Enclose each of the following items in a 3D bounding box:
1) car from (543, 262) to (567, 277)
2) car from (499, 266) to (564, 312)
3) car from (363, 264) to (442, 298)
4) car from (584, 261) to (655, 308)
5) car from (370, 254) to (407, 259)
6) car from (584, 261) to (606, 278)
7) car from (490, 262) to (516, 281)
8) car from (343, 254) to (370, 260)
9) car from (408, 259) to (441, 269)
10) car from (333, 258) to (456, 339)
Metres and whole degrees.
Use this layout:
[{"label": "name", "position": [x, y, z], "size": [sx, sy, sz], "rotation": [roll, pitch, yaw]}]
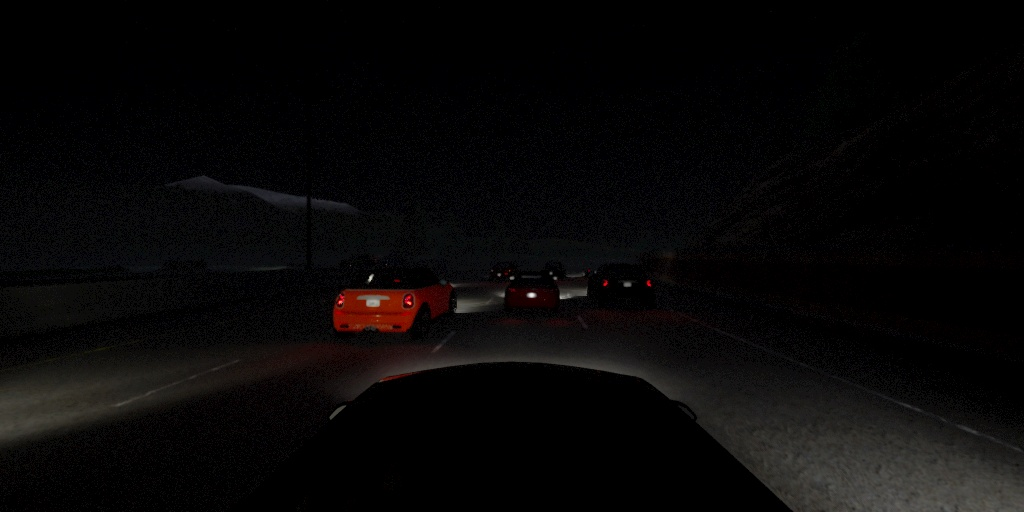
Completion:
[{"label": "car", "position": [3.656, 1.200, 31.208], "size": [1.812, 1.442, 4.674], "rotation": [0, 0, 13]}, {"label": "car", "position": [0.837, 1.280, 14.038], "size": [1.994, 1.385, 4.181], "rotation": [0, 0, 5]}, {"label": "car", "position": [-5.640, 1.228, 19.340], "size": [2.033, 1.411, 5.357], "rotation": [0, 0, 8]}, {"label": "car", "position": [4.492, 1.076, 15.354], "size": [2.097, 1.767, 4.553], "rotation": [0, 0, 6]}, {"label": "car", "position": [-16.675, 0.779, 50.101], "size": [2.150, 2.045, 5.566], "rotation": [0, 0, 18]}, {"label": "car", "position": [7.851, 1.206, 33.652], "size": [1.812, 1.442, 4.674], "rotation": [0, 0, 14]}, {"label": "car", "position": [-0.495, 1.195, 28.600], "size": [1.812, 1.442, 4.674], "rotation": [0, 0, 11]}, {"label": "car", "position": [-20.824, 0.771, 48.574], "size": [2.150, 2.045, 5.566], "rotation": [0, 0, 18]}, {"label": "car", "position": [-12.488, 1.111, 51.620], "size": [2.033, 1.411, 5.357], "rotation": [0, 0, 19]}, {"label": "car", "position": [-2.998, 1.068, 10.173], "size": [2.097, 1.767, 4.553], "rotation": [0, 0, 3]}]
